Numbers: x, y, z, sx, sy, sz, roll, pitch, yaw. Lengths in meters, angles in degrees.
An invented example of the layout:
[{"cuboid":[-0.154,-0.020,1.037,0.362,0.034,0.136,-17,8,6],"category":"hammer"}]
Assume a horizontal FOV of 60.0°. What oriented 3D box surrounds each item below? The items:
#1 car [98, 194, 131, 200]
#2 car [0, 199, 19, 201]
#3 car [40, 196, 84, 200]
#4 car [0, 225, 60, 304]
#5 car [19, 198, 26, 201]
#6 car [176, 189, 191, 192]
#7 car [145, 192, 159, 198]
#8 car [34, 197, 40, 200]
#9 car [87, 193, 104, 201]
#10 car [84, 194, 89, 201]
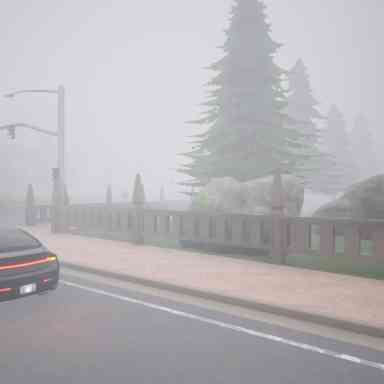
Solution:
[{"cuboid":[-11.890,1.475,52.765,1.837,1.490,4.892,0,1,36],"category":"car"},{"cuboid":[-22.619,1.564,37.788,1.994,1.385,4.181,0,0,36],"category":"car"},{"cuboid":[-17.514,1.526,44.898,1.812,1.442,4.674,0,0,36],"category":"car"},{"cuboid":[-4.937,1.505,7.460,4.892,1.490,1.837,0,0,36],"category":"car"},{"cuboid":[-23.999,1.547,41.863,2.033,1.411,5.357,0,0,36],"category":"car"},{"cuboid":[-2.243,0.461,66.175,2.150,2.045,5.566,0,5,35],"category":"car"},{"cuboid":[-8.795,0.754,69.038,1.837,1.490,4.892,0,4,35],"category":"car"},{"cuboid":[-23.699,1.505,48.285,1.837,1.490,4.892,0,0,36],"category":"car"},{"cuboid":[-17.260,1.181,57.271,2.150,2.045,5.566,0,1,36],"category":"car"},{"cuboid":[-18.505,1.491,49.524,2.128,1.511,4.902,0,0,36],"category":"car"}]
